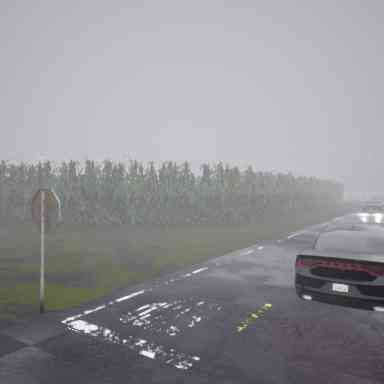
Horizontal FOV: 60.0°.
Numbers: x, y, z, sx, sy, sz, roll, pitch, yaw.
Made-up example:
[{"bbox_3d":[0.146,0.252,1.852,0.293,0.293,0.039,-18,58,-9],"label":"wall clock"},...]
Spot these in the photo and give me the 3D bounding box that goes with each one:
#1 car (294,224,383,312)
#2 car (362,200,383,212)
[{"bbox_3d":[3.892,1.481,7.736,1.882,1.535,5.008,0,0,33],"label":"car"},{"bbox_3d":[21.002,1.623,38.589,1.895,1.301,4.718,0,0,33],"label":"car"}]
